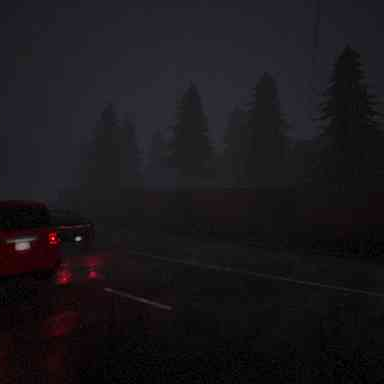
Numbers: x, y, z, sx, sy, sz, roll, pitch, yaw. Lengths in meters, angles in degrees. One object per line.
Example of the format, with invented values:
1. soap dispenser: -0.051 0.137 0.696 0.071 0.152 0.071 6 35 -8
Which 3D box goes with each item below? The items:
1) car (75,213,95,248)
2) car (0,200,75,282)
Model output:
1. car: -5.943 1.510 14.007 4.902 1.511 2.128 0 0 44
2. car: -5.558 1.230 8.793 5.566 2.045 2.150 0 0 42
